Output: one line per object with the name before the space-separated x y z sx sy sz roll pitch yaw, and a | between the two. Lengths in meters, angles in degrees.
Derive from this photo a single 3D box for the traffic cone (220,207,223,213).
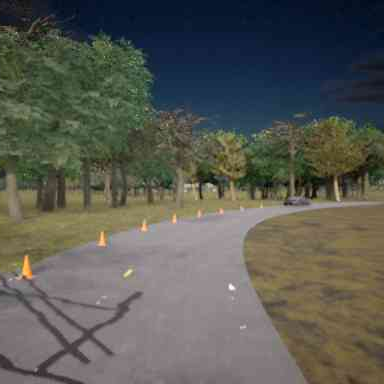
traffic cone | 2.963 1.825 33.427 0.340 0.580 0.340 0 0 29

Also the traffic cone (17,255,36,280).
traffic cone | -4.262 1.921 8.574 0.340 0.580 0.340 0 0 4

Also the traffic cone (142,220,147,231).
traffic cone | -2.701 1.879 18.880 0.340 0.580 0.340 0 0 14

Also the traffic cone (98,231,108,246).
traffic cone | -3.709 1.900 13.761 0.340 0.580 0.340 0 0 9

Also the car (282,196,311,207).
car | 14.349 1.294 45.311 2.033 1.411 5.357 0 1 44
